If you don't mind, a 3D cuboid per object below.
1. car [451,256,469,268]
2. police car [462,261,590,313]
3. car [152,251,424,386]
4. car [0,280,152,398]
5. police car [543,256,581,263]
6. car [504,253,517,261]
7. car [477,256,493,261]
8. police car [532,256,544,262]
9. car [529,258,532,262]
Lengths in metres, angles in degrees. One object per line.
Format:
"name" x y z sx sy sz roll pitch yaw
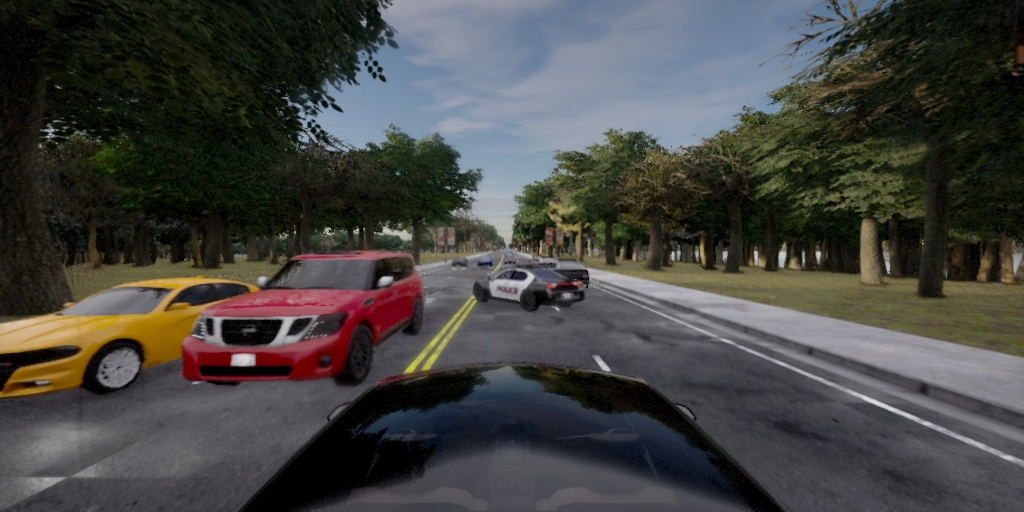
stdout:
"car" -6.790 0.757 47.536 2.033 1.411 5.357 0 1 0
"police car" 0.343 1.126 13.754 2.038 1.542 4.974 0 0 -38
"car" -3.353 0.916 7.231 2.150 2.045 5.566 0 1 0
"car" -6.602 1.177 6.797 1.882 1.535 5.008 0 1 0
"police car" 3.216 0.965 21.108 1.930 1.638 5.238 0 1 0
"car" -0.255 0.648 55.147 2.033 1.411 5.357 0 1 0
"car" -3.540 0.683 47.793 1.882 1.535 5.008 0 1 0
"police car" 3.162 0.832 32.118 1.930 1.638 5.238 0 1 0
"car" 3.087 0.760 43.018 2.128 1.511 4.902 0 1 0
